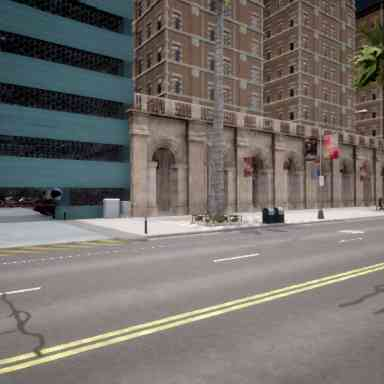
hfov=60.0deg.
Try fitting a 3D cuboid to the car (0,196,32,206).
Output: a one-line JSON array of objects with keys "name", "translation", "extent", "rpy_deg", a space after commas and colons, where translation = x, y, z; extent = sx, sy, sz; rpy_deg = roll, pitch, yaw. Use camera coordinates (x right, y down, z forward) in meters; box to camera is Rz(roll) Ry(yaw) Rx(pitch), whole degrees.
[{"name": "car", "translation": [-29.183, 1.413, 54.781], "extent": [4.786, 1.482, 2.161], "rpy_deg": [0, 0, -35]}]

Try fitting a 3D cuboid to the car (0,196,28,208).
[{"name": "car", "translation": [-22.829, 1.463, 45.067], "extent": [4.718, 1.301, 1.895], "rpy_deg": [0, 0, -35]}]

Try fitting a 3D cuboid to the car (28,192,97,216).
[{"name": "car", "translation": [-11.474, 1.029, 30.439], "extent": [5.566, 2.045, 2.435], "rpy_deg": [0, 0, -35]}]
